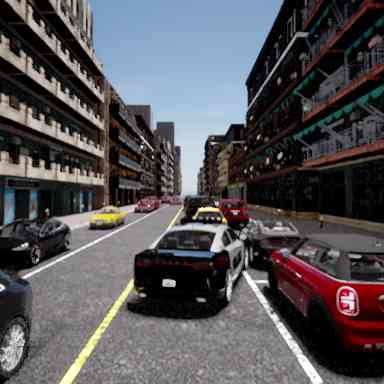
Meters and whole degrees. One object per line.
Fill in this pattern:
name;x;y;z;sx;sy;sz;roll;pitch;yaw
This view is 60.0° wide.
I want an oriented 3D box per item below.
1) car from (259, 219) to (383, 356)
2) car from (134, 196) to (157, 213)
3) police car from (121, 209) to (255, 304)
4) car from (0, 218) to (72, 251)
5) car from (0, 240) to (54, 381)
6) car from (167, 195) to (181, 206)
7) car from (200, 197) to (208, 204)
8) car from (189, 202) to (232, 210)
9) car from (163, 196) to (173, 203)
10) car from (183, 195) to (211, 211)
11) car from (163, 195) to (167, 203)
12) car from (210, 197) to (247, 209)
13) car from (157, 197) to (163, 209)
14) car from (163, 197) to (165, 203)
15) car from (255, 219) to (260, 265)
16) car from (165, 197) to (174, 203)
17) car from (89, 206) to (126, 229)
car;2.691;1.472;6.124;1.967;1.590;4.097;0;0;0
car;-5.701;1.638;39.943;1.967;1.590;4.097;0;0;0
police car;0.296;1.469;8.544;1.930;1.638;5.238;0;0;16
car;-5.692;1.626;11.759;1.947;1.339;4.313;0;0;0
car;-3.100;1.519;2.706;1.837;1.490;4.892;0;0;0
car;-3.020;1.655;62.134;2.097;1.767;4.553;0;0;0
car;2.668;1.884;73.930;1.752;1.417;4.829;0;0;0
car;0.895;1.549;18.447;1.801;1.575;5.366;0;0;0
car;-5.714;1.824;79.397;1.967;1.590;4.097;0;0;0
car;0.570;1.342;24.245;2.150;2.045;5.566;0;0;-2
car;-5.711;1.673;73.762;2.192;1.841;5.009;0;0;0
car;2.686;1.431;23.034;2.192;1.841;5.009;0;0;0
car;-5.702;1.540;45.580;2.192;1.841;5.009;0;0;0
car;-5.705;1.834;51.215;1.802;1.307;4.206;0;0;0
car;2.689;1.611;11.759;2.008;1.369;4.403;0;0;0
car;-5.716;1.954;85.034;1.887;1.381;4.507;0;0;0
car;-5.695;1.641;22.863;1.752;1.417;4.829;0;0;0
